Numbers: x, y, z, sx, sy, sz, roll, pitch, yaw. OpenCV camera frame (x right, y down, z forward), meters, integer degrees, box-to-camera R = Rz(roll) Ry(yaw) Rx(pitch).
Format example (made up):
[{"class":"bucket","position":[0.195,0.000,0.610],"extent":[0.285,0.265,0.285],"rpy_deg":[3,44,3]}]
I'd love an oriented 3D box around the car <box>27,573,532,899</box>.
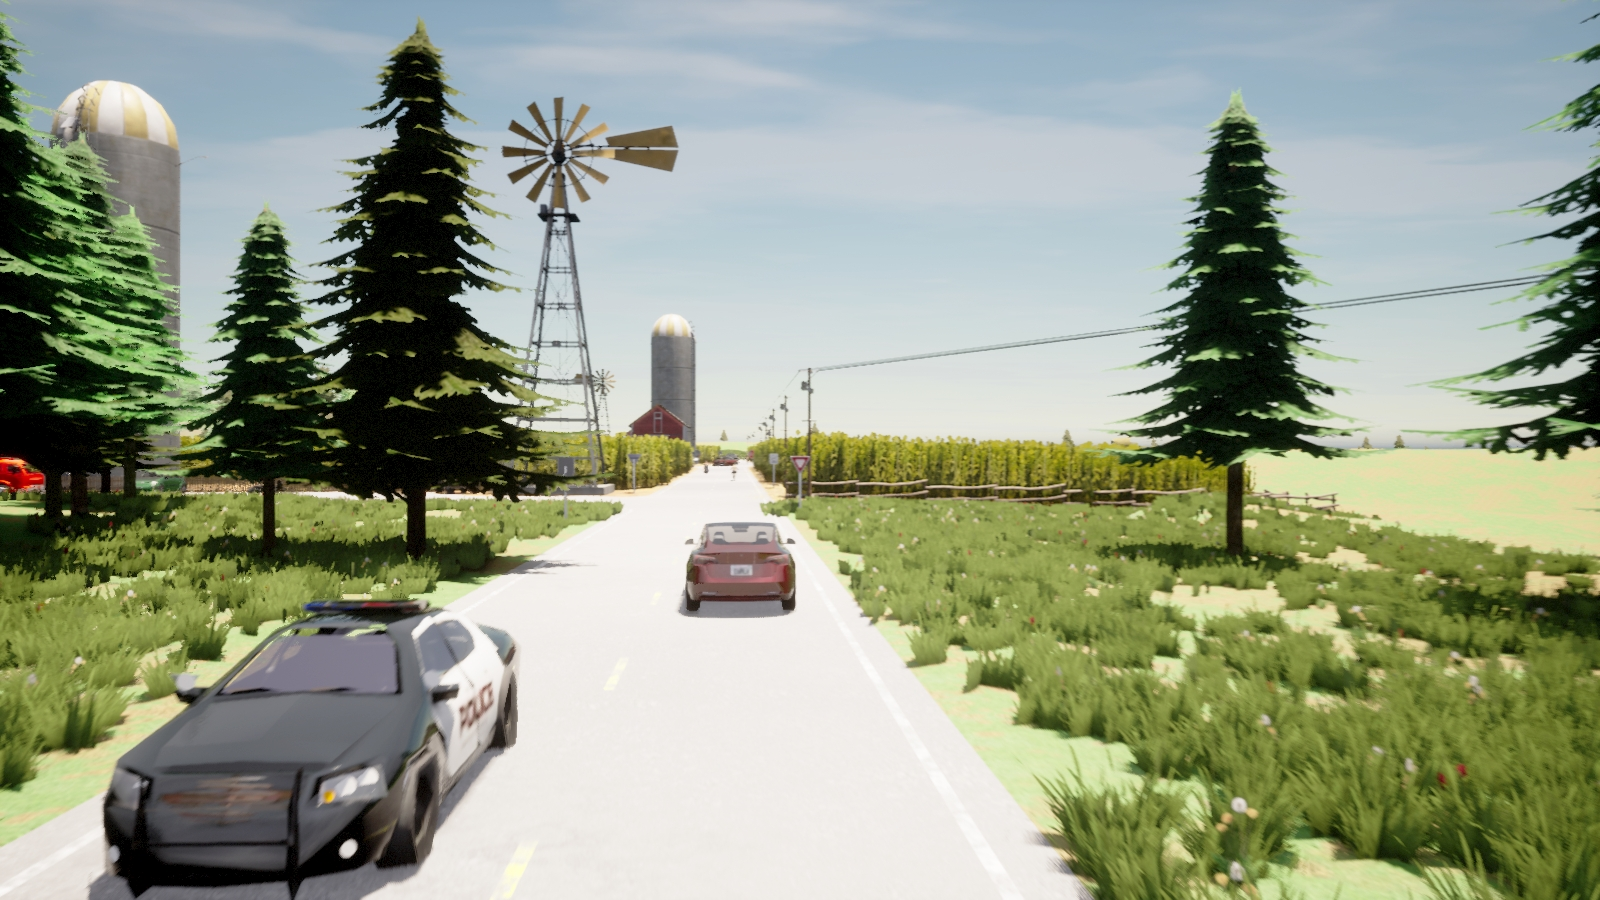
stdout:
[{"class":"car","position":[-3.620,2.039,9.178],"extent":[2.038,1.542,4.974],"rpy_deg":[0,0,-3]}]

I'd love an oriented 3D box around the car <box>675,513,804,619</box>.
[{"class":"car","position":[-1.147,2.063,21.492],"extent":[2.163,1.488,4.792],"rpy_deg":[0,0,-3]}]
